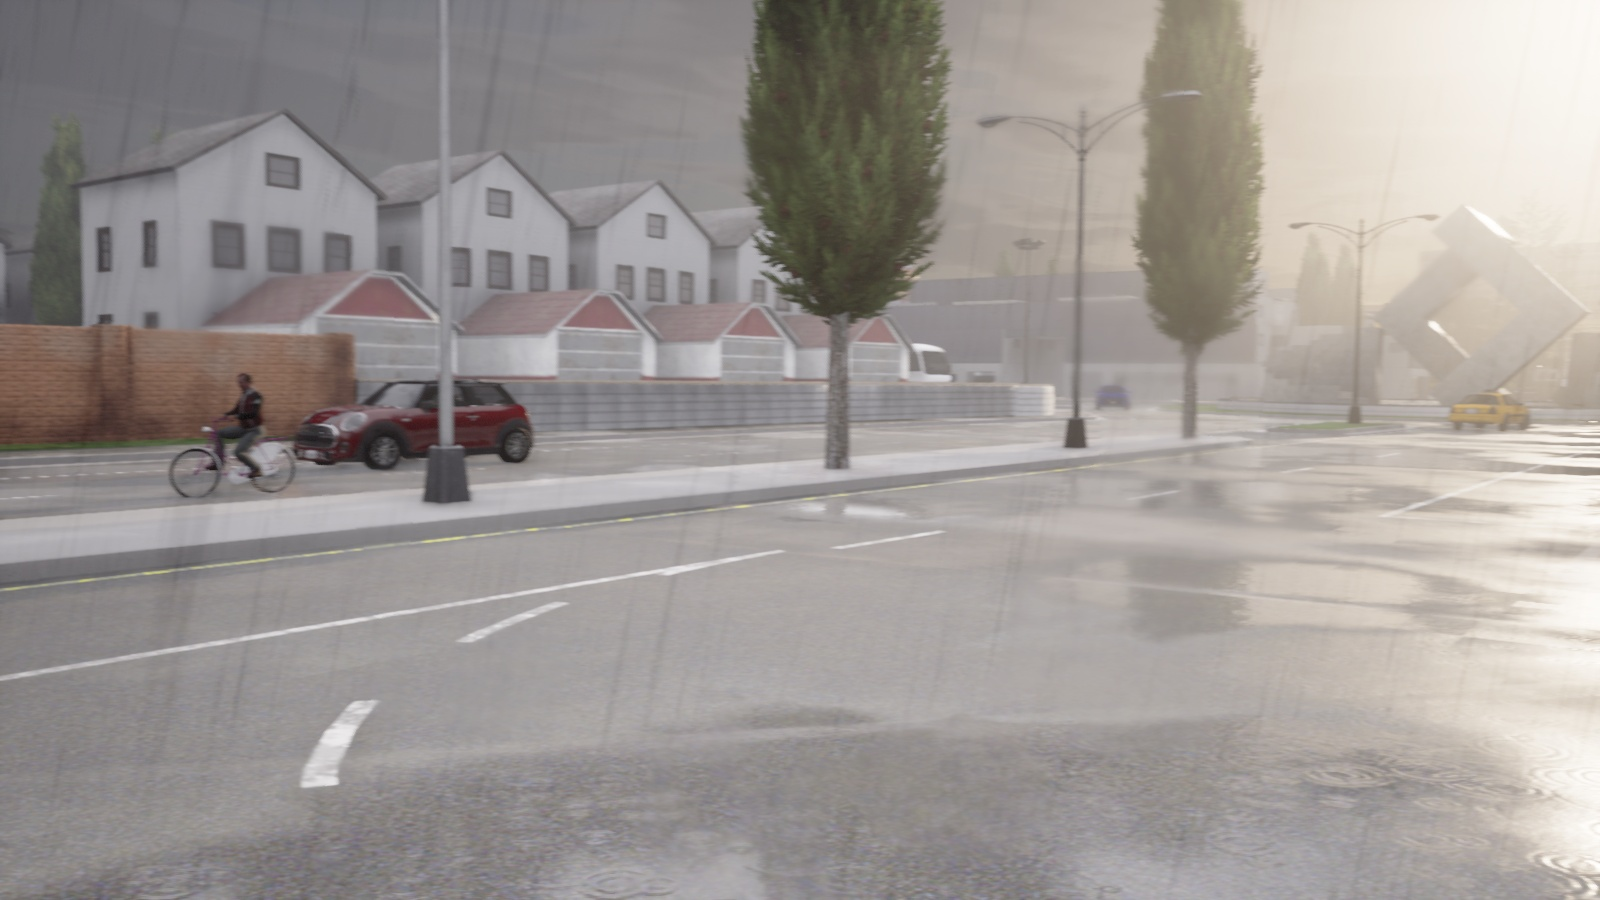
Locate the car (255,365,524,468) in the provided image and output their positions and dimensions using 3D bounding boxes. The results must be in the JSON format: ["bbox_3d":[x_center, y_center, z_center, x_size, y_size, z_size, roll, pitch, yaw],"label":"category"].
[{"bbox_3d":[-7.801,-0.696,24.250,2.097,1.767,4.553,4,4,37],"label":"car"}]

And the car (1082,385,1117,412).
[{"bbox_3d":[18.219,-3.148,76.564,1.882,1.535,5.008,2,3,12],"label":"car"}]

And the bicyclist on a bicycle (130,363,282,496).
[{"bbox_3d":[-8.372,-0.312,17.776,0.659,1.776,1.843,4,4,37],"label":"bicyclist on a bicycle"}]

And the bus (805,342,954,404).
[{"bbox_3d":[5.558,-5.547,89.954,10.273,4.253,3.944,4,4,41],"label":"bus"}]

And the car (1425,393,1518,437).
[{"bbox_3d":[26.421,-1.414,49.320,1.801,1.575,5.366,4,5,43],"label":"car"}]
